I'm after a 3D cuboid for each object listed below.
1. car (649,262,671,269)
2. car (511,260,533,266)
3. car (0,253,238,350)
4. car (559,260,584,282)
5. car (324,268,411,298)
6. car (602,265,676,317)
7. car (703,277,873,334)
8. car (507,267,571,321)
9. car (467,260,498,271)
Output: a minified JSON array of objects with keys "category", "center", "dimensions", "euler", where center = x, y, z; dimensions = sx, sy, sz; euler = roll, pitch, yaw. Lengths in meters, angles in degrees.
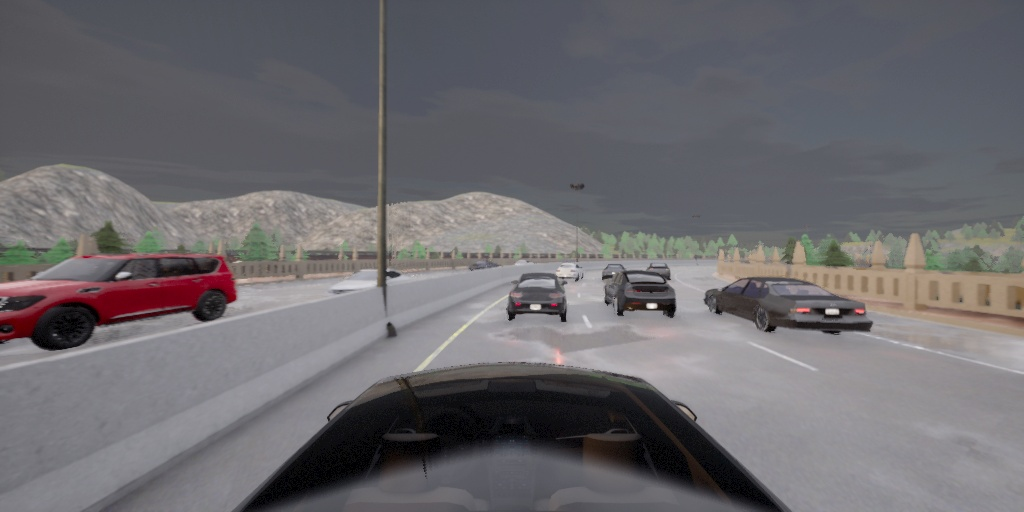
[{"category":"car","center":[12.875,1.301,31.604],"dimensions":[2.128,1.511,4.902],"euler":[0,0,21]},{"category":"car","center":[1.452,1.285,49.215],"dimensions":[1.812,1.442,4.674],"euler":[0,0,28]},{"category":"car","center":[-10.142,0.927,9.340],"dimensions":[2.150,2.045,5.566],"euler":[0,0,5]},{"category":"car","center":[4.788,1.299,29.715],"dimensions":[1.812,1.442,4.674],"euler":[0,0,18]},{"category":"car","center":[-5.910,1.250,15.403],"dimensions":[1.812,1.442,4.674],"euler":[0,0,9]},{"category":"car","center":[4.582,1.276,13.376],"dimensions":[1.837,1.490,4.892],"euler":[0,0,7]},{"category":"car","center":[7.708,1.333,10.782],"dimensions":[2.033,1.411,5.357],"euler":[0,0,7]},{"category":"car","center":[0.940,1.281,12.448],"dimensions":[1.812,1.442,4.674],"euler":[0,0,7]},{"category":"car","center":[-3.686,1.284,46.774],"dimensions":[2.033,1.411,5.357],"euler":[0,0,25]}]
